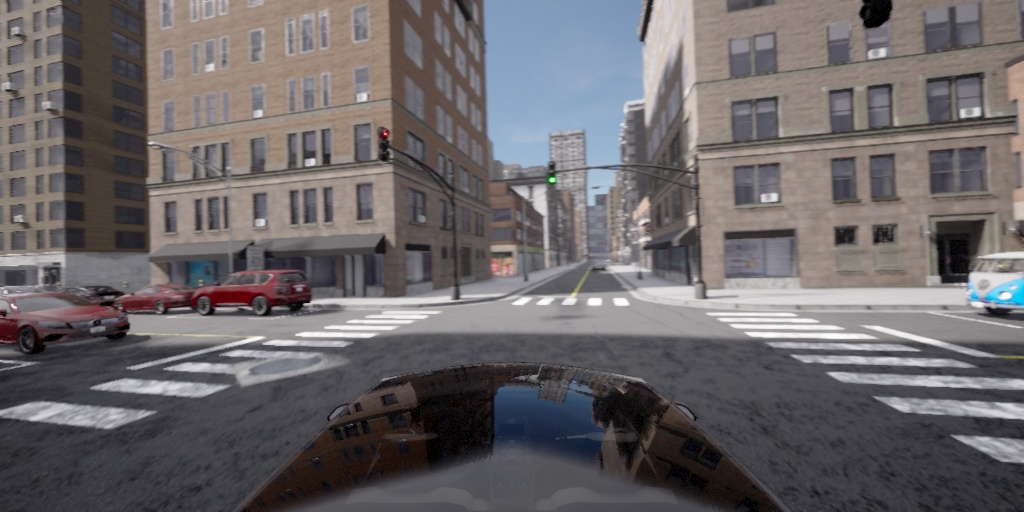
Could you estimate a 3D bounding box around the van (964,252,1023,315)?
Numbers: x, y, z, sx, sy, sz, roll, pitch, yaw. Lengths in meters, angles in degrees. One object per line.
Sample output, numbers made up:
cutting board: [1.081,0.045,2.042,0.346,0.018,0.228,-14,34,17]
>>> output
van: [14.901,0.747,9.402,3.998,1.789,1.690,0,0,14]

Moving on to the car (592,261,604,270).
car: [15.115,1.594,63.055,2.033,1.411,5.357,-2,-1,13]

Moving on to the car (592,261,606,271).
car: [12.943,1.560,53.392,1.994,1.385,4.181,-2,-1,13]

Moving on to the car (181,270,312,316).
car: [-11.279,1.566,15.730,5.009,1.841,2.192,0,0,14]

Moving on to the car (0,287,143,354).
car: [-13.297,1.771,10.100,4.674,1.442,1.812,-2,-1,13]

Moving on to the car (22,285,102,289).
car: [-22.012,2.163,18.324,4.313,1.339,1.948,0,0,14]

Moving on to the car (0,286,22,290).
car: [-27.379,2.320,19.622,4.403,1.370,2.007,0,0,14]

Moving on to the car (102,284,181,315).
car: [-16.646,2.006,17.027,4.207,1.307,1.802,0,0,14]
